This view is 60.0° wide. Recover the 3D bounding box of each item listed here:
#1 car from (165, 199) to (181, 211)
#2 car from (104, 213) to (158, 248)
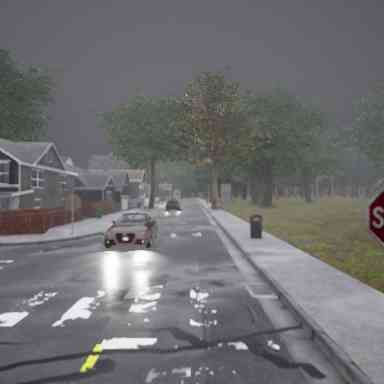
[{"bbox_3d":[-2.600,1.787,45.792,1.882,1.535,5.008,0,0,0],"label":"car"},{"bbox_3d":[-2.712,1.701,15.522,1.994,1.385,4.181,-1,0,0],"label":"car"}]
